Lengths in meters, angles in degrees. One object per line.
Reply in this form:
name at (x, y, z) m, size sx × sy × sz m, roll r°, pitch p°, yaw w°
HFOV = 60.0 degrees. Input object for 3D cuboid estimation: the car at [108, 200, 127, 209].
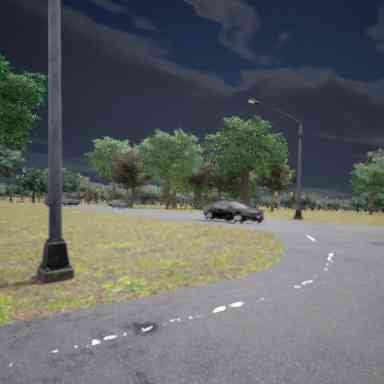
car at (-13.111, 2.111, 58.504) m, size 2.128 × 1.511 × 4.902 m, roll 4°, pitch -3°, yaw -35°

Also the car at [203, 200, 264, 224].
car at (2.816, 1.355, 23.245) m, size 1.882 × 1.535 × 5.008 m, roll 4°, pitch -3°, yaw -35°

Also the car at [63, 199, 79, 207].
car at (-21.262, 1.909, 58.465) m, size 1.895 × 1.301 × 4.718 m, roll 3°, pitch -3°, yaw -31°
